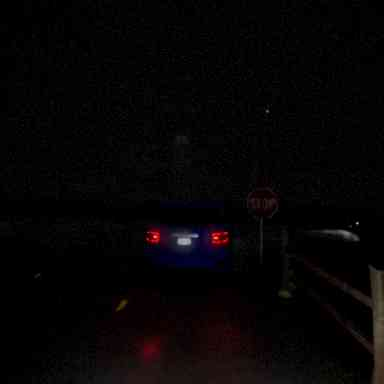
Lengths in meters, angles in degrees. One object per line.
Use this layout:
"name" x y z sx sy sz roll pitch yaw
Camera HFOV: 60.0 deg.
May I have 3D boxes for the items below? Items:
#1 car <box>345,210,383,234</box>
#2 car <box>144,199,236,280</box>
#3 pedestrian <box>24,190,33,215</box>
"car" 12.786 1.894 21.257 5.357 1.411 2.033 2 3 0
"car" 0.166 1.205 10.099 2.150 2.045 5.566 0 0 7
"pedestrian" -12.037 0.761 24.381 0.375 1.860 0.375 0 1 0
